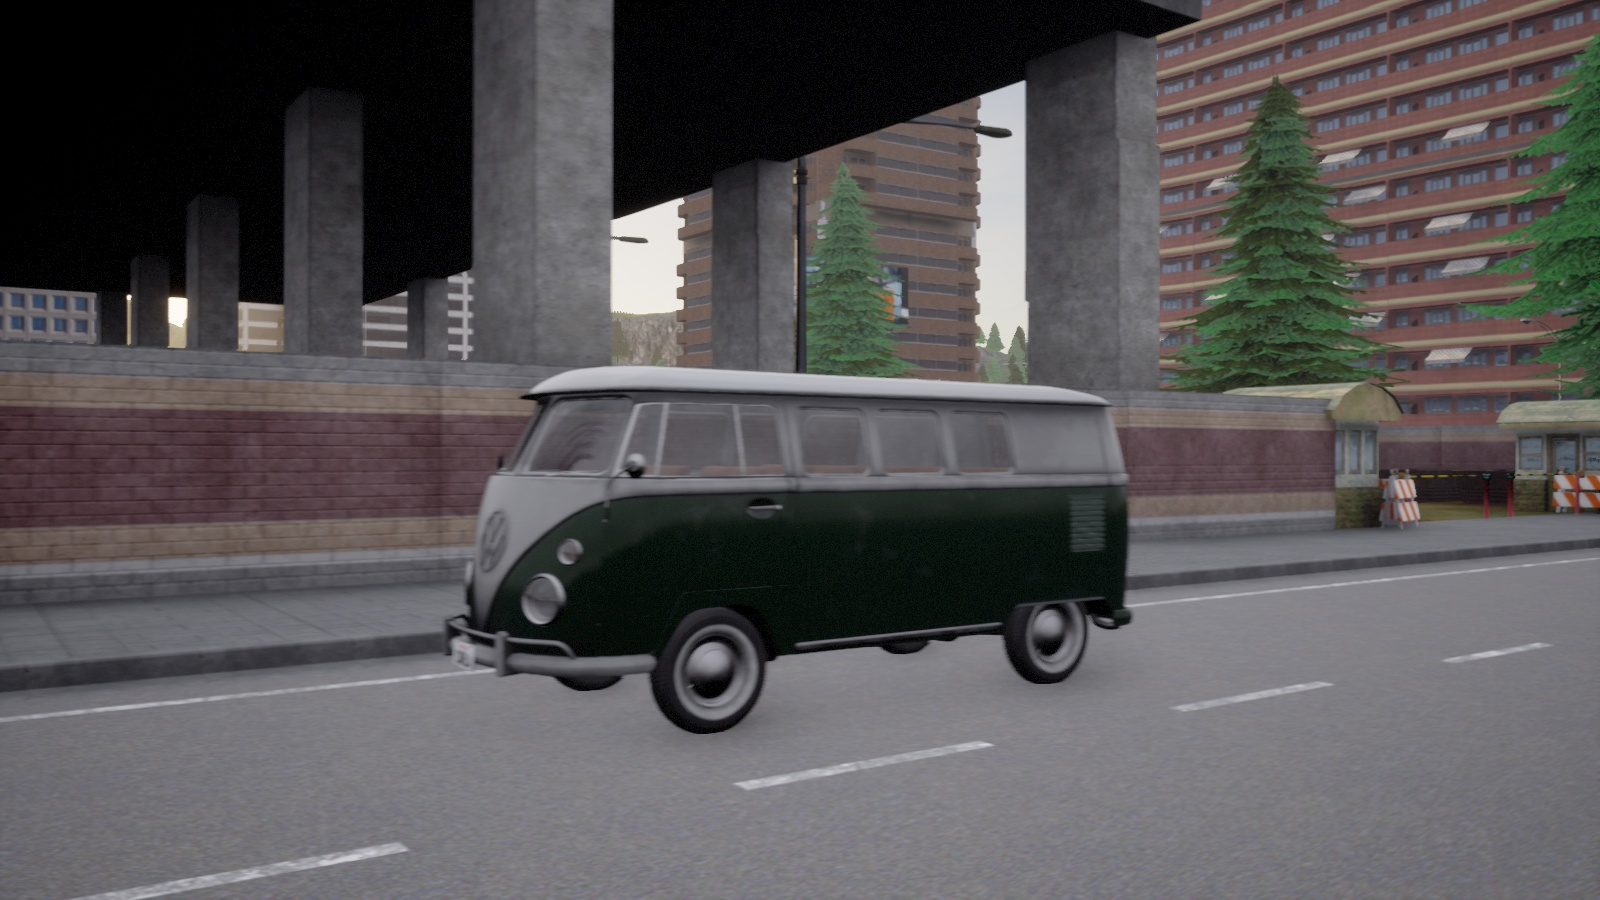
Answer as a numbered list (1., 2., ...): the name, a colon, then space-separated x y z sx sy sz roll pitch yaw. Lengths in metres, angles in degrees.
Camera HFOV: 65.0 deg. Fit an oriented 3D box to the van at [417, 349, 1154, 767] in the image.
1. van: 0.065 0.517 7.969 4.442 1.987 1.775 0 0 -35
